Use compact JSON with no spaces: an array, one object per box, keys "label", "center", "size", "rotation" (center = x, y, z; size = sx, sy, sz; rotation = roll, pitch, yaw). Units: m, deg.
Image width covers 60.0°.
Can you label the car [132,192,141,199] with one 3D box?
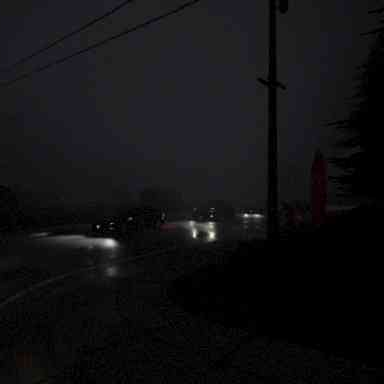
[{"label":"car","center":[-14.564,1.130,86.970],"size":[3.866,1.878,1.905],"rotation":[-2,6,-11]}]

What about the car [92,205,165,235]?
[{"label":"car","center":[-3.503,1.535,19.113],"size":[1.837,1.490,4.892],"rotation":[0,0,33]}]

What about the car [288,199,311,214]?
[{"label":"car","center":[11.818,1.522,36.116],"size":[2.128,1.511,4.902],"rotation":[0,0,33]}]

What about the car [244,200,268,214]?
[{"label":"car","center":[7.461,1.577,36.156],"size":[2.033,1.411,5.357],"rotation":[0,0,33]}]

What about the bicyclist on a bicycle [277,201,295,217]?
[{"label":"bicyclist on a bicycle","center":[5.341,1.333,19.034],"size":[1.656,1.620,0.582],"rotation":[0,0,33]}]

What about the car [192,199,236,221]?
[{"label":"car","center":[1.899,1.382,27.518],"size":[2.097,1.767,4.553],"rotation":[0,0,33]}]
